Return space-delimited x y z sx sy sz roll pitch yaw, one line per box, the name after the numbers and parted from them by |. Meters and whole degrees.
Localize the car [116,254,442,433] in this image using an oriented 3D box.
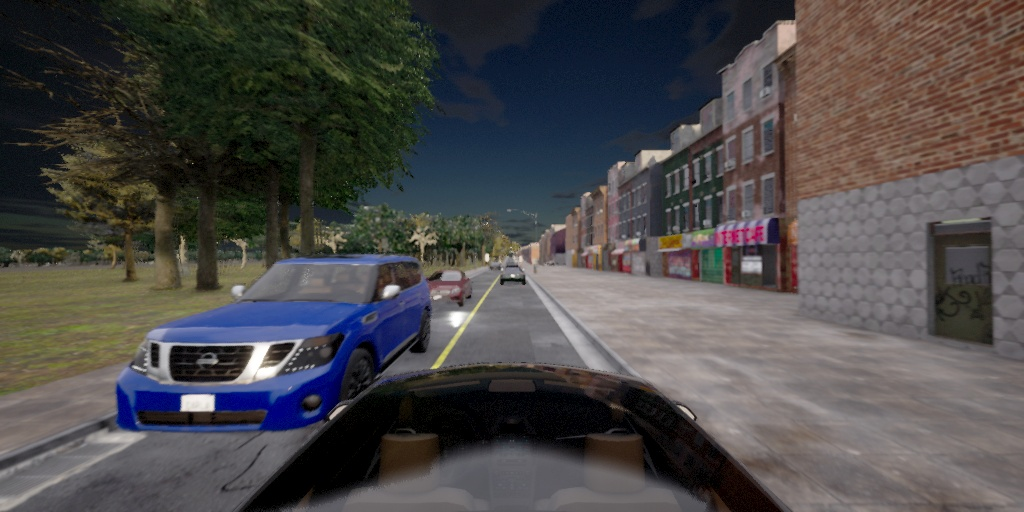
-2.851 0.986 6.005 2.150 2.045 5.566 0 0 0 | car

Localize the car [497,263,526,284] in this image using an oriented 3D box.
0.073 1.451 28.460 1.994 1.385 4.181 0 -1 0 | car

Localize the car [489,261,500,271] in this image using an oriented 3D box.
-2.852 1.693 61.054 1.882 1.535 5.008 0 -1 0 | car

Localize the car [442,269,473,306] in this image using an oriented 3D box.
-2.853 1.335 16.129 1.812 1.442 4.674 0 0 0 | car
